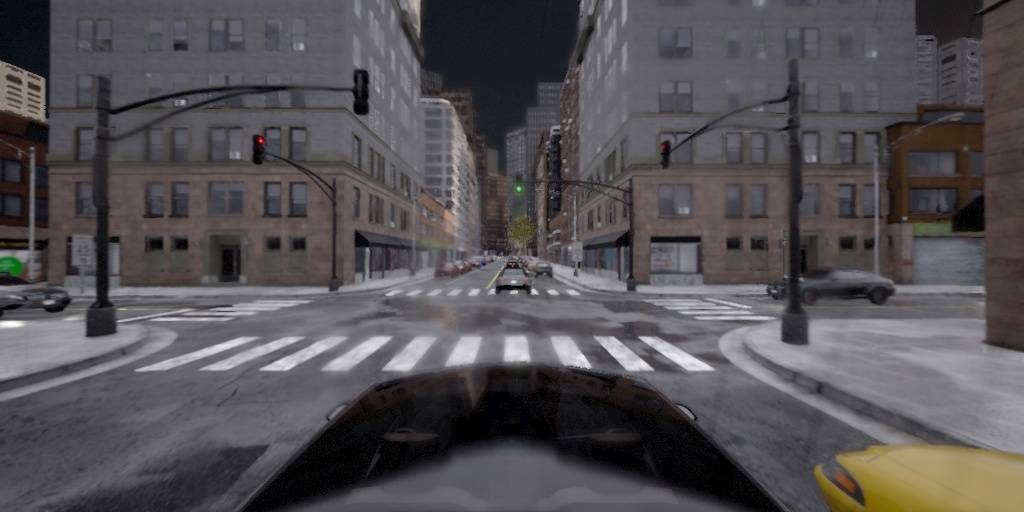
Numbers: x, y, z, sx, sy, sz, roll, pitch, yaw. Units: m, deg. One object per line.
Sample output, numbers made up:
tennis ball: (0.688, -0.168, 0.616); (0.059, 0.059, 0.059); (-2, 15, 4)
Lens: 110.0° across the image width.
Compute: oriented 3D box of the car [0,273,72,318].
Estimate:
car: (-17.737, 1.281, 11.930); (4.674, 1.442, 1.812); (0, 0, 0)

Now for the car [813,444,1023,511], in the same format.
car: (2.762, 1.276, 0.225); (1.751, 1.417, 4.829); (0, 0, 0)

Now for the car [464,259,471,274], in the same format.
car: (-5.778, 1.127, 37.589); (1.967, 1.591, 4.097); (0, 0, 0)

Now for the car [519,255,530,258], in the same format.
car: (2.736, 1.012, 64.704); (1.967, 1.591, 4.097); (0, 0, 0)

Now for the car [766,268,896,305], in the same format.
car: (13.476, 1.241, 15.247); (4.674, 1.442, 1.812); (0, 0, -1)

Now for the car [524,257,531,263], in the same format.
car: (2.745, 1.194, 43.178); (1.751, 1.417, 4.829); (0, 0, 0)

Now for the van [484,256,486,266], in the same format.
van: (-5.787, 0.938, 59.283); (1.690, 1.789, 3.998); (0, 0, 0)

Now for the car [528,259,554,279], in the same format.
car: (2.749, 1.255, 32.161); (2.007, 1.370, 4.403); (0, 0, 0)

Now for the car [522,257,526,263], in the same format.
car: (2.740, 1.205, 53.858); (1.802, 1.307, 4.207); (0, 0, 0)

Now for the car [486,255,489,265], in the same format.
car: (-5.790, 0.886, 64.706); (2.192, 1.841, 5.009); (0, 0, 0)

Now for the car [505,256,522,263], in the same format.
car: (0.079, 1.145, 49.398); (1.837, 1.490, 4.892); (0, 0, 0)

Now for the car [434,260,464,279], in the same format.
car: (-5.776, 1.249, 32.164); (1.888, 1.381, 4.507); (0, 0, 0)

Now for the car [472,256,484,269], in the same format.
car: (-5.785, 1.062, 53.860); (1.967, 1.591, 4.097); (0, 0, 0)

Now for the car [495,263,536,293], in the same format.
car: (0.089, 1.299, 20.585); (1.994, 1.385, 4.181); (0, 0, 0)

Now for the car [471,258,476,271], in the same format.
car: (-5.781, 1.213, 43.013); (1.888, 1.381, 4.507); (0, 0, 0)
